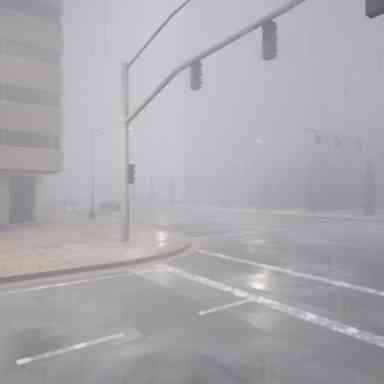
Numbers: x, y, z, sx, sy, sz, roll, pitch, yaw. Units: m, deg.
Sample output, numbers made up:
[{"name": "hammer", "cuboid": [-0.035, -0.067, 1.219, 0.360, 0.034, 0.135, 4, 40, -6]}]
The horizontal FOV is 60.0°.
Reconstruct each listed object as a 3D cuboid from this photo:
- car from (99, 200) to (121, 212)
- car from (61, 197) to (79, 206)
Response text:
[{"name": "car", "cuboid": [-9.489, 1.638, 39.938, 1.895, 1.301, 4.718, 0, 0, -36]}, {"name": "car", "cuboid": [-20.068, 1.560, 54.619, 1.882, 1.535, 5.008, 0, 0, -36]}]
